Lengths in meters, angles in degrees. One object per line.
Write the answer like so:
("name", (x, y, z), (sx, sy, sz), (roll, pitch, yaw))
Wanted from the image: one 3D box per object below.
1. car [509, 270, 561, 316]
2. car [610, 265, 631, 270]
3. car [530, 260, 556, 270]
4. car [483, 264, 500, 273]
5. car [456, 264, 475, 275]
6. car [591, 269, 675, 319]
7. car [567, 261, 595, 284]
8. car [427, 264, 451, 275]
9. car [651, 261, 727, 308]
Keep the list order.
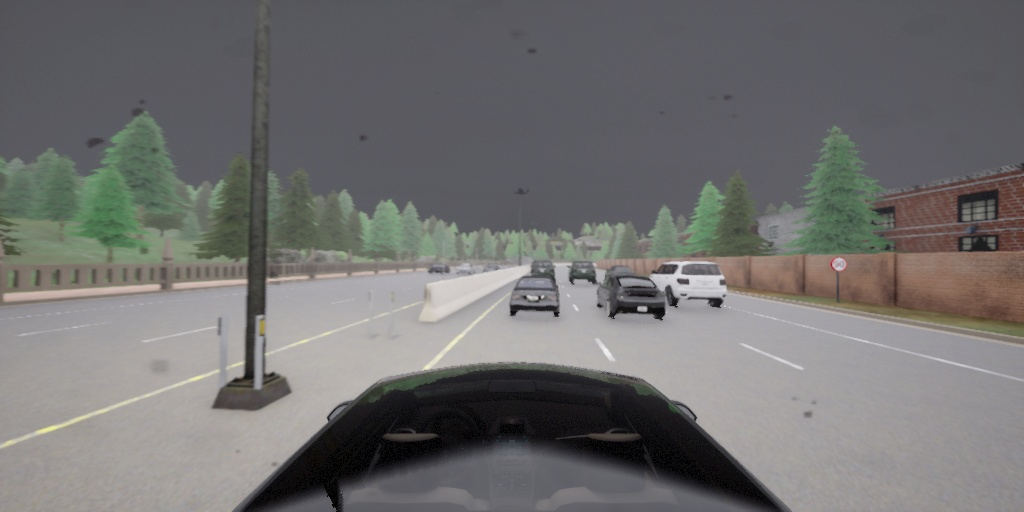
("car", (0.962, 1.474, 14.365), (2.033, 1.411, 5.357), (1, -1, 6))
("car", (9.857, 1.645, 33.032), (2.097, 1.767, 4.553), (1, -1, 6))
("car", (2.824, 1.413, 33.034), (2.150, 2.045, 5.566), (1, -1, 6))
("car", (-2.781, 1.808, 48.997), (2.128, 1.511, 4.902), (1, -1, 6))
("car", (-6.290, 1.794, 49.089), (1.812, 1.442, 4.674), (1, -1, 6))
("car", (4.441, 1.477, 13.956), (1.837, 1.490, 4.892), (1, 0, 6))
("car", (6.315, 1.459, 32.744), (2.150, 2.045, 5.566), (1, -1, 6))
("car", (-9.831, 1.762, 48.896), (2.033, 1.411, 5.357), (1, -1, 6))
("car", (8.328, 1.295, 17.639), (2.150, 2.045, 5.566), (1, -1, 6))
